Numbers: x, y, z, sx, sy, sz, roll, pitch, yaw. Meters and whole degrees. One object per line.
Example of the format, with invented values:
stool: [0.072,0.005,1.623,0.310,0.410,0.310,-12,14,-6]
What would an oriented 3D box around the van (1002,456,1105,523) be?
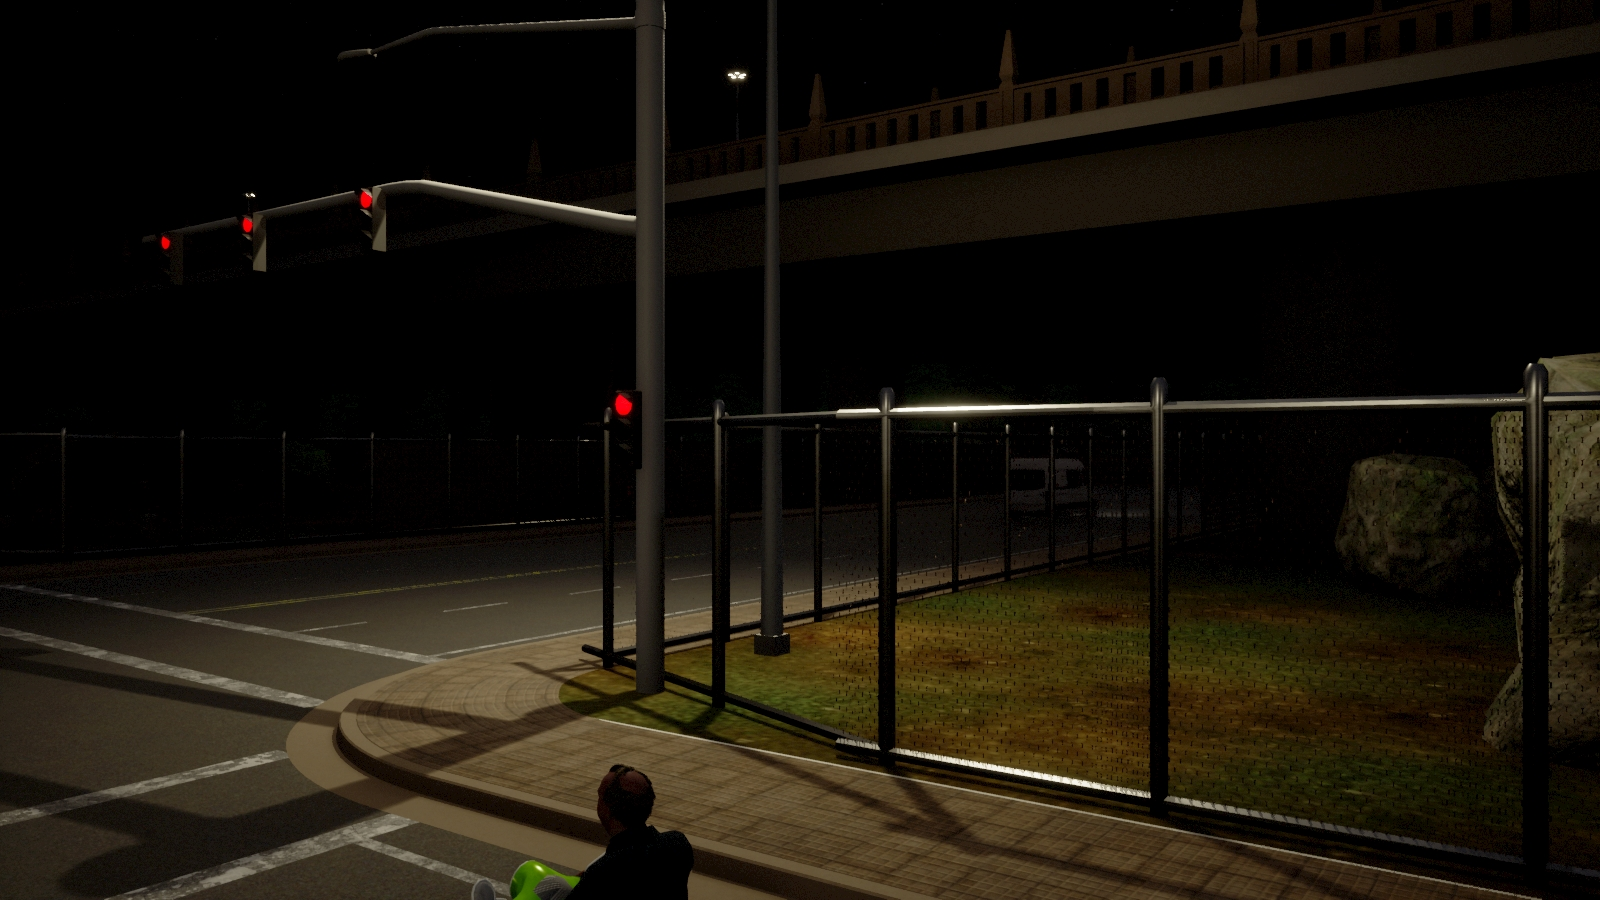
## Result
van: [10.522,1.534,47.051,1.988,2.561,5.915,0,0,35]
